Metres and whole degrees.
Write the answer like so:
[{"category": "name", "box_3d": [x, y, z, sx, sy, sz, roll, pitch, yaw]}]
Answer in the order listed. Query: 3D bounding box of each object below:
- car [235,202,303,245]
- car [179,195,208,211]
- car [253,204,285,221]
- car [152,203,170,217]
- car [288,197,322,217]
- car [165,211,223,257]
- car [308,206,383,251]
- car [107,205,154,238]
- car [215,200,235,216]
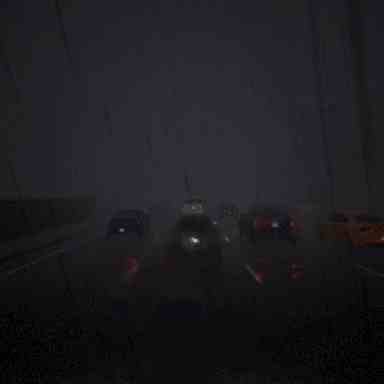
[{"category": "car", "box_3d": [3.605, 1.485, 16.540, 2.097, 1.767, 4.553, 0, 0, 0]}, {"category": "car", "box_3d": [0.117, 1.477, 31.987, 2.150, 2.045, 5.566, 0, 0, 0]}, {"category": "car", "box_3d": [7.116, 1.851, 31.306, 1.895, 1.301, 4.718, 0, 0, 0]}, {"category": "car", "box_3d": [-3.394, 1.797, 33.908, 1.812, 1.442, 4.674, 0, 0, 0]}, {"category": "car", "box_3d": [10.617, 1.477, 31.997, 2.150, 2.045, 5.566, 0, 0, 0]}, {"category": "car", "box_3d": [0.099, 1.672, 13.475, 1.994, 1.385, 4.181, 0, 0, 0]}, {"category": "car", "box_3d": [7.102, 1.596, 14.771, 1.882, 1.535, 5.008, 0, 0, 0]}, {"category": "car", "box_3d": [-3.404, 1.674, 18.417, 1.812, 1.442, 4.674, 0, 0, 0]}, {"category": "car", "box_3d": [3.606, 1.797, 33.930, 1.812, 1.442, 4.674, 0, 0, 0]}]
